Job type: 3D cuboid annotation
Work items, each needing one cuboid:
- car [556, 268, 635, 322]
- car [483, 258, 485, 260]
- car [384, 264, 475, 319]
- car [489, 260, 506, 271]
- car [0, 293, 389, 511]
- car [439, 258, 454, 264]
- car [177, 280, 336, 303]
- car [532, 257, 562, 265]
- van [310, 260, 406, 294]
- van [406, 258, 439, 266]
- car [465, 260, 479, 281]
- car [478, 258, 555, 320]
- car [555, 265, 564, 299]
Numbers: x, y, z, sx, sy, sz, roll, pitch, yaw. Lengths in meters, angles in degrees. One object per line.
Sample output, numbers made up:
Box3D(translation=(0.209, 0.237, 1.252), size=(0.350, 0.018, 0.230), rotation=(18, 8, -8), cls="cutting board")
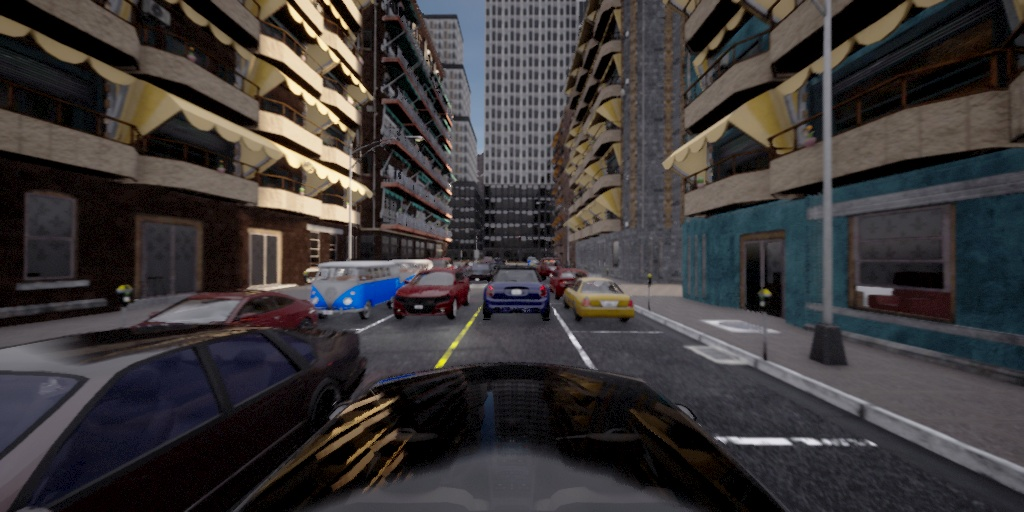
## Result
Box3D(translation=(2.728, 1.285, 12.232), size=(1.751, 1.417, 4.829), rotation=(0, 0, 1), cls="car")
Box3D(translation=(-4.551, 1.248, 45.869), size=(1.751, 1.417, 4.829), rotation=(0, 0, 1), cls="car")
Box3D(translation=(-2.672, 1.212, 12.935), size=(1.882, 1.535, 5.008), rotation=(0, 0, 1), cls="car")
Box3D(translation=(-1.935, 1.312, 48.544), size=(1.994, 1.385, 4.181), rotation=(0, 0, 1), cls="car")
Box3D(translation=(-2.861, 1.285, 2.468), size=(2.033, 1.411, 5.357), rotation=(0, 0, 1), cls="car")
Box3D(translation=(-4.952, 1.036, 23.481), size=(2.192, 1.841, 5.009), rotation=(0, 0, 1), cls="car")
Box3D(translation=(-5.255, 1.306, 6.562), size=(1.802, 1.307, 4.207), rotation=(0, 0, 1), cls="car")
Box3D(translation=(3.028, 1.073, 28.980), size=(2.192, 1.841, 5.009), rotation=(0, 0, 1), cls="car")
Box3D(translation=(-5.154, 1.064, 12.202), size=(1.690, 1.789, 3.998), rotation=(0, 0, 1), cls="van")
Box3D(translation=(-5.053, 1.063, 17.841), size=(1.690, 1.789, 3.998), rotation=(0, 0, 1), cls="van")
Box3D(translation=(-2.378, 1.281, 27.803), size=(2.033, 1.411, 5.357), rotation=(0, 0, 1), cls="car")
Box3D(translation=(0.176, 1.099, 12.820), size=(2.097, 1.767, 4.553), rotation=(0, 0, 1), cls="car")
Box3D(translation=(2.826, 1.304, 17.701), size=(1.888, 1.381, 4.507), rotation=(0, 0, 1), cls="car")
